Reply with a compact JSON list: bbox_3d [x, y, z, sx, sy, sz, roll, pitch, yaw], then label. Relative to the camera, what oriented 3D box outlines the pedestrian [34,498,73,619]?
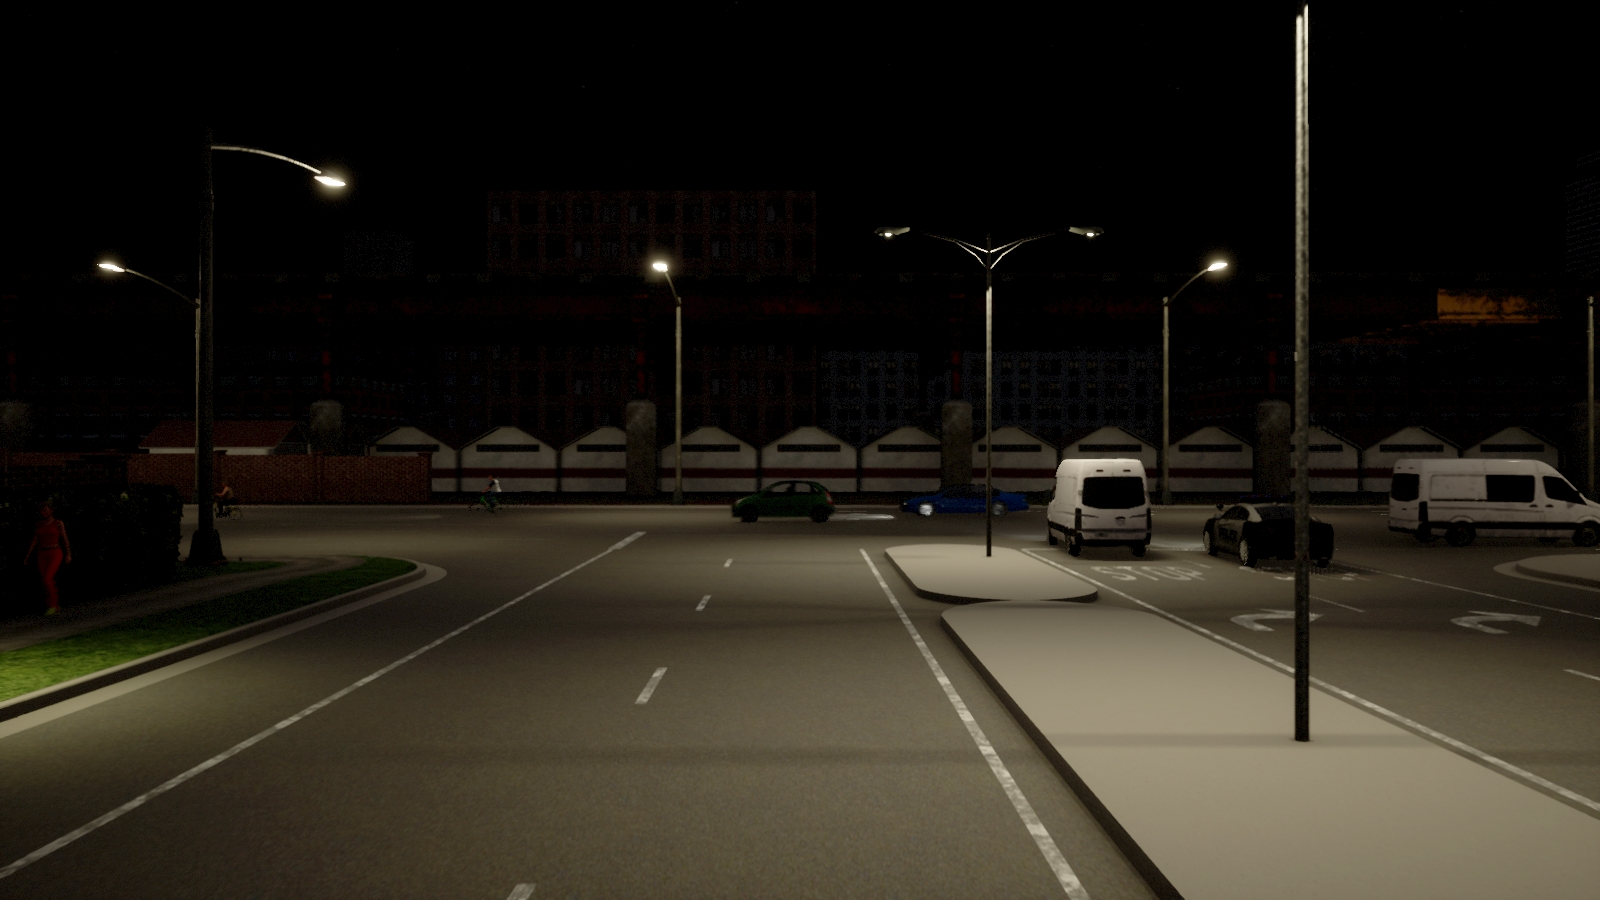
[{"bbox_3d":[-11.733,1.694,17.962,0.375,1.860,0.375,0,0,0],"label":"pedestrian"}]

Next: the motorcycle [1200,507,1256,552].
[{"bbox_3d":[11.992,2.212,32.101,0.803,1.145,2.033,0,0,0],"label":"motorcycle"}]

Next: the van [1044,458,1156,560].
[{"bbox_3d":[8.279,1.533,32.139,1.988,2.561,5.915,0,0,4],"label":"van"}]

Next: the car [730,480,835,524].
[{"bbox_3d":[-0.650,1.997,44.402,3.988,1.617,1.851,0,0,0],"label":"car"}]

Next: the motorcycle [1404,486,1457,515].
[{"bbox_3d":[27.271,2.182,49.424,1.805,1.236,0.856,0,0,-1],"label":"motorcycle"}]

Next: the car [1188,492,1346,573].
[{"bbox_3d":[11.562,1.982,28.742,2.097,1.638,5.238,0,0,4],"label":"car"}]

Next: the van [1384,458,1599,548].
[{"bbox_3d":[20.774,1.534,33.835,5.915,2.561,1.988,0,0,0],"label":"van"}]
